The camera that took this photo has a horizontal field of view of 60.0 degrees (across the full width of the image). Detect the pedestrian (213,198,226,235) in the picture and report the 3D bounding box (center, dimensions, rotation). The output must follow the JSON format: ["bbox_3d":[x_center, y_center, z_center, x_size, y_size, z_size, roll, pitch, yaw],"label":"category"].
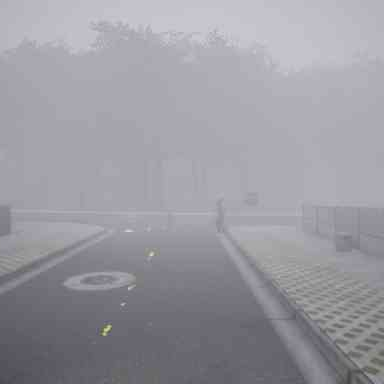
[{"bbox_3d":[1.426,1.284,17.247,0.375,1.860,0.375,-1,1,0],"label":"pedestrian"}]

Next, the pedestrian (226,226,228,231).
[{"bbox_3d":[1.625,1.182,17.846,0.375,1.860,0.375,-1,1,0],"label":"pedestrian"}]

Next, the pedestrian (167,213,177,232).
[{"bbox_3d":[-1.186,1.663,18.441,0.500,1.100,0.500,-1,1,0],"label":"pedestrian"}]
